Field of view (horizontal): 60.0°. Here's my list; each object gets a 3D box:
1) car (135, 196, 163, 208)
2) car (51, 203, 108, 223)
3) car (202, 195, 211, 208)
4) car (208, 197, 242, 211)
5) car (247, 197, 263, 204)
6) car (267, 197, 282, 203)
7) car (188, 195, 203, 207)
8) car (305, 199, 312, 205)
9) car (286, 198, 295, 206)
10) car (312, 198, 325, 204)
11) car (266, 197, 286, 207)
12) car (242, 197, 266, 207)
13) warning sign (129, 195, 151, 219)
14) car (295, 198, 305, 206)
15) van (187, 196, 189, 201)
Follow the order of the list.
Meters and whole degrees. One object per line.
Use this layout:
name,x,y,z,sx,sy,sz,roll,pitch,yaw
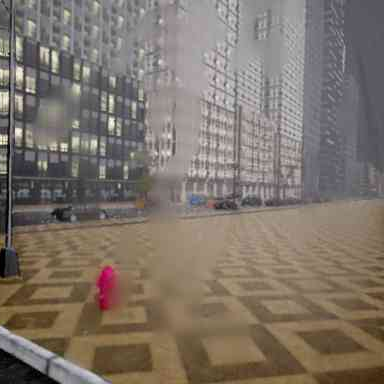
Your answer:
car,-5.677,1.296,43.855,1.967,1.590,4.097,1,0,35
car,-8.358,1.508,25.093,2.008,1.369,4.403,1,0,35
car,3.954,1.474,47.663,2.097,1.767,4.553,2,1,35
car,4.412,1.738,43.701,1.947,1.339,4.313,1,0,35
car,13.631,1.761,71.652,1.802,1.307,4.206,2,0,35
car,20.068,1.852,80.918,1.947,1.339,4.313,2,0,35
car,1.893,1.555,50.116,1.812,1.442,4.674,2,0,35
car,23.728,2.061,71.504,1.947,1.339,4.313,1,0,35
car,17.289,1.970,62.237,1.802,1.307,4.206,1,0,35
car,30.167,2.168,80.772,1.947,1.339,4.313,1,0,35
car,14.070,1.900,57.602,1.947,1.339,4.313,1,0,35
car,10.202,1.575,56.722,2.097,1.767,4.553,2,1,35
warning sign,-4.227,1.182,27.047,1.300,1.860,1.060,3,2,35
car,20.512,1.882,66.870,1.967,1.590,4.097,1,0,35
van,0.762,1.306,53.121,1.690,1.788,3.998,1,0,35
